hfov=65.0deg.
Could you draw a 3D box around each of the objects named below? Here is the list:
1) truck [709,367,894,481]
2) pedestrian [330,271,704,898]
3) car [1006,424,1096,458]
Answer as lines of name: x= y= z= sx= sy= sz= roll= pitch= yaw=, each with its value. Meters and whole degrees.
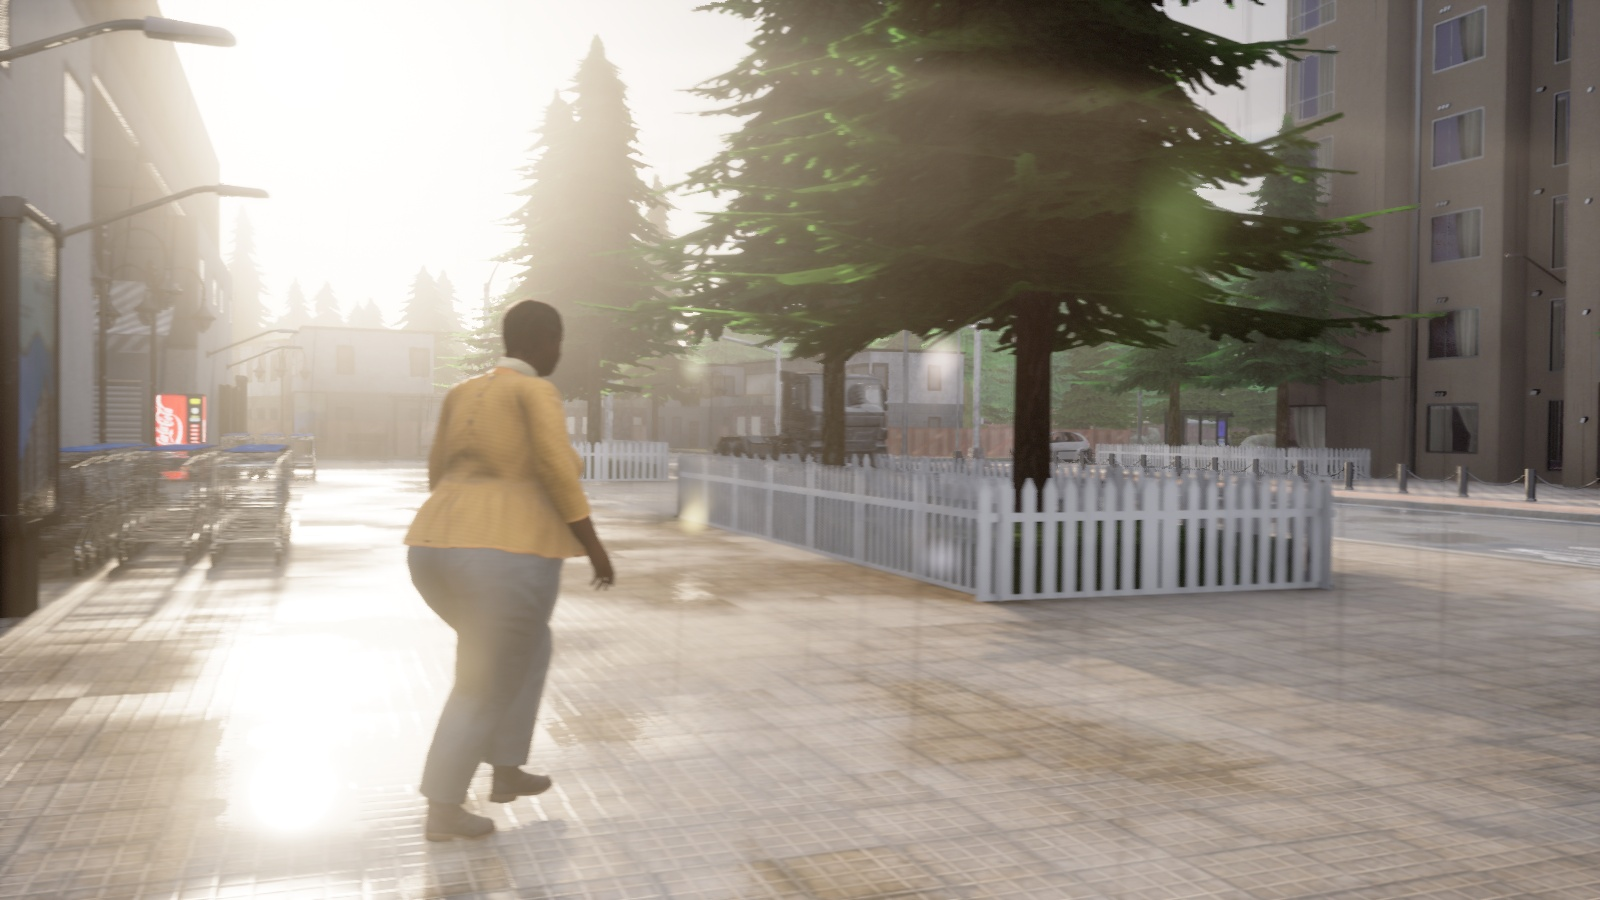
truck: x=-0.157 y=-0.856 z=42.310 sx=2.891 sy=3.462 sz=7.936 roll=-1 pitch=1 yaw=-27
pedestrian: x=-0.973 y=0.391 z=4.338 sx=0.874 sy=1.855 sz=0.900 roll=0 pitch=1 yaw=43
car: x=12.465 y=-0.456 z=62.457 sx=3.988 sy=1.617 sz=1.851 roll=-1 pitch=1 yaw=-20
